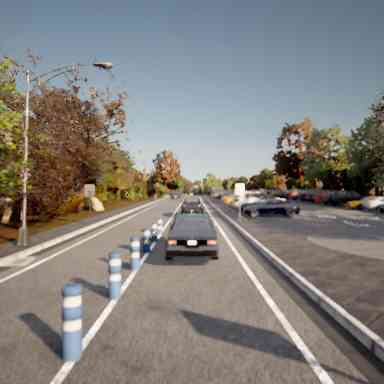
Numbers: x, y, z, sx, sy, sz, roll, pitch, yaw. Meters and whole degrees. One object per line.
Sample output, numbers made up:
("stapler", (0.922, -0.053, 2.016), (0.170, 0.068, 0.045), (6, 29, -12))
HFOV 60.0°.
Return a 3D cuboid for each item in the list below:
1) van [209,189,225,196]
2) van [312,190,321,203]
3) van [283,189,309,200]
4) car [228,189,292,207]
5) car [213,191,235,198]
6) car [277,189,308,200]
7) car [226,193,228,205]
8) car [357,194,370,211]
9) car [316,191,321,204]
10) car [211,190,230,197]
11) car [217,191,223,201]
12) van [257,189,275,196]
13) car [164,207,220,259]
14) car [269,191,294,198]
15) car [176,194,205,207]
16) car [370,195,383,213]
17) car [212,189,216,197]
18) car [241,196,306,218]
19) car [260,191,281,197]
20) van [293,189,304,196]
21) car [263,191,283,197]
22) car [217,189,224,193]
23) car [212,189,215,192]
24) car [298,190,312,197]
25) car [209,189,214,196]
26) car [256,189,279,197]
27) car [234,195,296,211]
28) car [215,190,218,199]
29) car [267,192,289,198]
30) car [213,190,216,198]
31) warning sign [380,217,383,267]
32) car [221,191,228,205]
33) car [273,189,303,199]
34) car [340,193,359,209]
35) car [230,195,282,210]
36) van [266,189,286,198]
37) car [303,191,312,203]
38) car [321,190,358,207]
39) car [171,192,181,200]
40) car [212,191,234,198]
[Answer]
("van", (7.244, 0.183, 95.130), (4.442, 1.987, 1.878), (0, 1, 0))
("van", (20.160, 0.729, 47.916), (4.442, 1.987, 1.878), (0, 1, 0))
("van", (20.065, 0.511, 64.406), (4.442, 1.987, 1.878), (0, 1, 0))
("car", (6.876, 0.982, 34.068), (5.566, 2.045, 2.435), (0, 1, 0))
("car", (7.203, 0.622, 75.700), (4.892, 1.521, 2.231), (0, 1, 0))
("car", (20.177, 0.455, 67.174), (5.566, 2.045, 2.435), (0, 1, 0))
("car", (6.900, 1.125, 39.625), (4.892, 1.521, 2.231), (0, 1, 0))
("car", (19.924, 1.267, 33.952), (4.674, 1.452, 2.002), (0, 1, 0))
("car", (19.991, 1.039, 45.028), (4.792, 1.488, 2.163), (0, 1, 0))
("car", (7.236, 0.404, 84.026), (4.553, 1.767, 2.185), (0, 1, 0))
("car", (6.779, 0.958, 48.074), (5.366, 1.575, 1.946), (0, 1, 0))
("van", (20.533, 0.206, 92.229), (4.442, 1.987, 1.878), (0, 1, 0))
("car", (0.010, 1.534, 12.532), (2.033, 1.411, 5.357), (0, 1, 0))
("car", (20.270, 0.615, 75.488), (5.008, 1.535, 2.097), (0, 1, 0))
("car", (0.023, 1.244, 28.474), (2.128, 1.511, 4.902), (0, 1, 1))
("car", (19.874, 1.311, 31.182), (4.792, 1.488, 2.163), (0, 1, 0))
("car", (7.098, 0.741, 67.372), (4.792, 1.488, 2.163), (0, 1, 0))
("car", (6.771, 1.372, 28.524), (4.792, 1.488, 2.163), (0, 1, 0))
("car", (20.363, 0.494, 86.567), (5.008, 1.535, 2.097), (0, 1, 0))
("van", (20.004, 0.604, 56.080), (4.442, 1.987, 1.878), (0, 1, 0))
("car", (20.343, 0.565, 83.797), (4.674, 1.452, 2.002), (0, 1, 0))
("car", (7.065, 0.710, 56.269), (4.553, 1.767, 2.185), (0, 1, 0))
("car", (7.121, 0.711, 70.148), (4.792, 1.488, 2.163), (0, 1, 0))
("car", (20.118, 0.896, 53.331), (4.792, 1.488, 2.163), (0, 1, 0))
("car", (6.988, 0.648, 72.926), (5.366, 1.575, 1.946), (0, 1, 0))
("car", (20.365, 0.211, 89.459), (5.566, 2.045, 2.435), (0, 1, 0))
("car", (6.829, 1.288, 31.298), (5.008, 1.535, 2.097), (0, 1, 0))
("car", (7.086, 0.832, 59.044), (4.792, 1.488, 2.163), (0, 1, 0))
("car", (20.303, 0.624, 78.383), (4.674, 1.452, 2.002), (0, 1, 0))
("car", (7.075, 0.772, 64.597), (4.792, 1.488, 2.163), (0, 1, 0))
("warning sign", (2.804, 1.151, 3.151), (1.300, 1.860, 1.060), (-3, -3, 0))
("car", (6.732, 1.067, 42.402), (5.366, 1.575, 1.946), (0, 1, 0))
("car", (20.201, 0.425, 69.944), (5.566, 2.045, 2.435), (0, 1, 0))
("car", (19.764, 1.170, 36.722), (5.366, 1.575, 1.946), (0, 1, 0))
("car", (7.056, 1.176, 36.848), (5.366, 1.575, 1.946), (0, 1, 0))
("van", (20.440, 0.327, 81.149), (4.442, 1.987, 1.878), (0, 1, 0))
("car", (20.096, 0.936, 50.692), (4.792, 1.488, 2.163), (0, 1, 1))
("car", (20.025, 0.813, 42.254), (5.566, 2.045, 2.435), (0, 1, 0))
("car", (-3.150, 0.739, 66.043), (2.128, 1.511, 4.902), (0, 1, 1))
("car", (7.214, 0.592, 78.476), (4.892, 1.521, 2.231), (0, 1, 0))
